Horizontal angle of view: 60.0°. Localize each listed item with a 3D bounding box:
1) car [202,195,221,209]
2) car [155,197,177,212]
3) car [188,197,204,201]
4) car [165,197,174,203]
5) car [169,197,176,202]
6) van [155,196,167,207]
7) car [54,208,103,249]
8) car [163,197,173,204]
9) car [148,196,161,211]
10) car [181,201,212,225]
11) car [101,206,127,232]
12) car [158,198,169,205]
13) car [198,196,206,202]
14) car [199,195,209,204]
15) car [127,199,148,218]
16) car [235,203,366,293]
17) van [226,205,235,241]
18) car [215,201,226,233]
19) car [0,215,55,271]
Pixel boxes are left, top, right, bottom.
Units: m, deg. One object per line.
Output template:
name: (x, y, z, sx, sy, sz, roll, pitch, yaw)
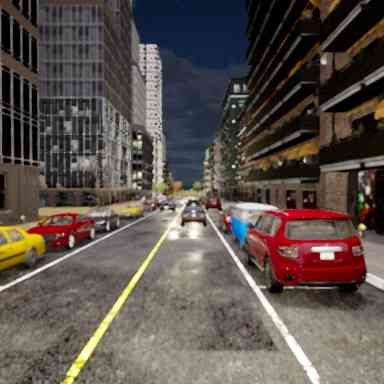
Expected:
car: (2.720, 1.537, 43.156, 2.192, 1.841, 5.009, -1, 0, 0)
car: (-2.960, 1.705, 41.367, 2.128, 1.511, 4.902, 0, 0, 0)
car: (0.149, 1.719, 41.665, 1.837, 1.490, 4.892, 0, 0, 0)
car: (-5.576, 1.991, 83.174, 1.947, 1.339, 4.313, -1, 0, 0)
car: (-5.563, 2.062, 94.570, 1.802, 1.307, 4.206, -1, 0, 0)
van: (-5.607, 1.650, 60.384, 1.690, 1.788, 3.998, -1, 0, 0)
car: (-5.655, 1.621, 14.801, 1.887, 1.381, 4.507, -1, 0, 0)
car: (-5.582, 1.962, 77.476, 1.947, 1.339, 4.313, -1, 0, 0)
car: (-5.624, 1.662, 43.290, 1.967, 1.590, 4.097, -1, 0, 0)
car: (0.129, 1.675, 24.969, 2.033, 1.411, 5.357, 0, 0, 0)
car: (-5.648, 1.656, 20.499, 2.008, 1.369, 4.403, -1, 0, 0)
car: (-5.596, 1.883, 66.081, 1.887, 1.381, 4.507, -1, 0, 0)
car: (2.782, 1.920, 94.436, 1.967, 1.590, 4.097, -1, 0, 0)
car: (2.759, 1.711, 77.343, 2.192, 1.841, 5.009, -1, 0, 0)
car: (-5.636, 1.688, 31.725, 1.752, 1.417, 4.829, -1, 0, 0)
car: (2.680, 1.362, 8.970, 2.192, 1.841, 5.009, -1, 0, 0)
van: (2.687, 1.417, 14.667, 1.690, 1.788, 3.998, -1, 0, 0)
car: (2.696, 1.545, 20.364, 1.967, 1.590, 4.097, -1, 0, 0)
car: (-5.662, 1.571, 8.934, 1.752, 1.417, 4.829, -1, 0, 0)
